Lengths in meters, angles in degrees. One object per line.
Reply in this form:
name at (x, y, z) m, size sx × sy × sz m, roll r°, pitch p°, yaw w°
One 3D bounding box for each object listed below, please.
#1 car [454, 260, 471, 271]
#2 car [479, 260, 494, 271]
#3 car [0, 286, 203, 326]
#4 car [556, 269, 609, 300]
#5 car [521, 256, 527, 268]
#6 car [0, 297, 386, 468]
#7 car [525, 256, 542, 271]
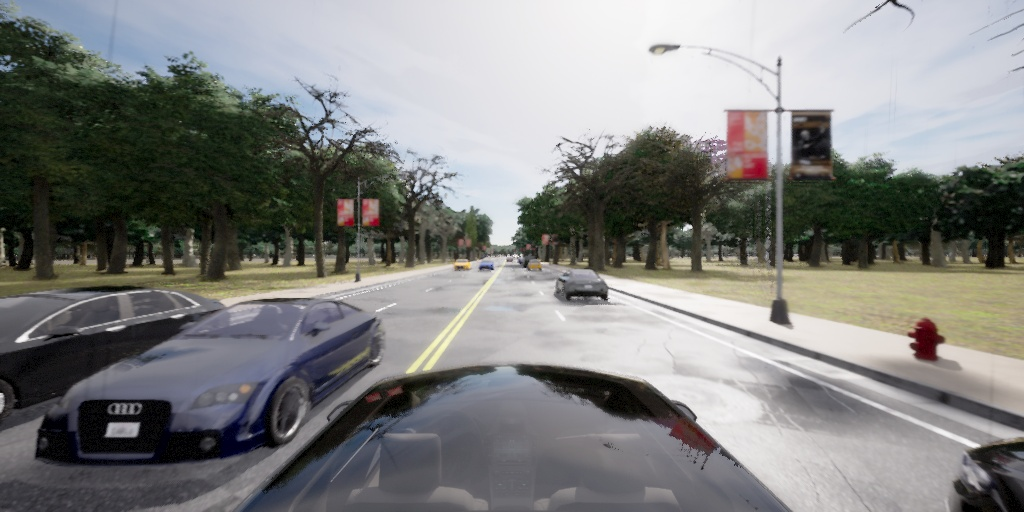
car at (-6.694, 1.225, 48.873) m, size 1.882 × 1.535 × 5.008 m, roll 0°, pitch 0°, yaw 0°
car at (-3.443, 1.225, 48.887) m, size 1.882 × 1.535 × 5.008 m, roll 0°, pitch 0°, yaw 0°
car at (-6.602, 1.255, 5.240) m, size 1.837 × 1.490 × 4.892 m, roll 0°, pitch 0°, yaw 0°
car at (3.334, 1.316, 17.648) m, size 1.994 × 1.385 × 4.181 m, roll 0°, pitch 0°, yaw 0°
car at (3.060, 0.962, 60.292) m, size 2.150 × 2.045 × 5.566 m, roll 0°, pitch 0°, yaw 0°
car at (-3.353, 1.314, 5.081) m, size 1.994 × 1.385 × 4.181 m, roll 0°, pitch 0°, yaw 0°
car at (3.121, 1.204, 49.448) m, size 1.801 × 1.575 × 5.366 m, roll 0°, pitch 0°, yaw 0°
